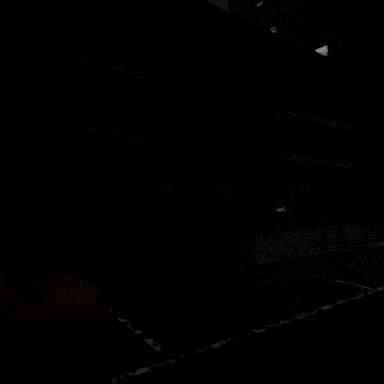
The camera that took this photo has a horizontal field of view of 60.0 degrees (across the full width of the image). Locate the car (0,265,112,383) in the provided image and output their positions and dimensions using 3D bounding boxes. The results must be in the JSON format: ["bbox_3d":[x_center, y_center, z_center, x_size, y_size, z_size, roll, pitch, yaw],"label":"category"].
[{"bbox_3d":[-3.367,1.525,3.673,4.829,1.417,1.752,0,2,-35],"label":"car"}]
